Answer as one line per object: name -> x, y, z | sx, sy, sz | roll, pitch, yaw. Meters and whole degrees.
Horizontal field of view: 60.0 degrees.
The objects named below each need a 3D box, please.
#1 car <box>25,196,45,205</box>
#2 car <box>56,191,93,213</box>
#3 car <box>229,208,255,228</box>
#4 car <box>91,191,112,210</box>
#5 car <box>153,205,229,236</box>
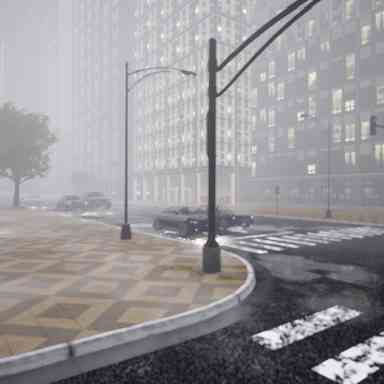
car -> -22.383, 1.220, 47.414 | 1.895, 1.301, 4.718 | 0, 0, -37
car -> -12.060, 1.073, 33.358 | 2.097, 1.767, 4.553 | 0, 0, -37
car -> 1.597, 1.490, 20.408 | 1.895, 1.301, 4.718 | 0, 0, -37
car -> -10.965, 0.937, 37.336 | 2.150, 2.045, 5.566 | 0, 0, -37
car -> -0.354, 1.445, 17.557 | 1.994, 1.385, 4.181 | 0, 0, -36
